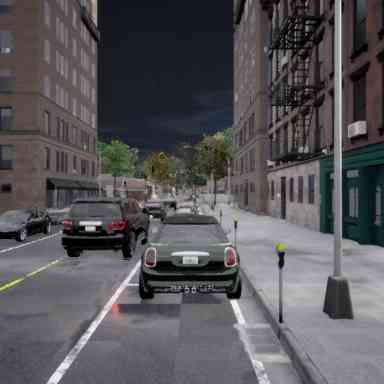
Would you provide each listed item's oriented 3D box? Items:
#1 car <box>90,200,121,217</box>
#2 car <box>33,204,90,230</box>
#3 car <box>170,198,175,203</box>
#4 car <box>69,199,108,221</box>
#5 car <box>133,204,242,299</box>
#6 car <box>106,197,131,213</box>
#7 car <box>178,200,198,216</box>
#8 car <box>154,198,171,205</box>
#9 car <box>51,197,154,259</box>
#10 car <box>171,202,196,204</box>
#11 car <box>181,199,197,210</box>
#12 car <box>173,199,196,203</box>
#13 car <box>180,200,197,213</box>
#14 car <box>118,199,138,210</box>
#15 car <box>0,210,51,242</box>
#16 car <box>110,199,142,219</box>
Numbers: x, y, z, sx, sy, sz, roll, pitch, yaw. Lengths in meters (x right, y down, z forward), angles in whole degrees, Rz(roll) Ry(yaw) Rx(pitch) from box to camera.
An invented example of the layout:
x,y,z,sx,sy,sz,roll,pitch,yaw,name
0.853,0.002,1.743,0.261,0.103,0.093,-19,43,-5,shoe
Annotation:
x,y,z,sx,sy,sz,roll,pitch,yaw,name
-8.408,1.535,32.737,1.752,1.417,4.829,0,0,0,car
-8.408,1.553,21.869,2.008,1.369,4.403,0,0,0,car
-2.936,1.496,43.564,1.882,1.535,5.008,0,0,0,car
-8.408,1.446,27.388,1.967,1.590,4.097,0,0,0,car
-0.032,1.353,8.620,2.097,1.767,4.553,0,0,0,car
-8.408,1.454,38.426,1.967,1.590,4.097,0,0,0,car
-0.383,1.554,32.910,1.887,1.381,4.507,0,0,0,car
-2.939,1.510,26.306,1.837,1.490,4.892,0,0,0,car
-3.031,1.220,12.802,2.150,2.045,5.566,0,0,1,car
-0.383,1.584,21.873,1.802,1.307,4.206,0,0,0,car
-0.383,1.584,43.946,1.947,1.339,4.313,0,0,0,car
-0.383,1.531,27.562,1.752,1.417,4.829,0,0,0,car
-0.383,1.596,38.428,1.802,1.307,4.206,0,0,0,car
-8.408,1.600,43.945,1.802,1.307,4.206,0,0,0,car
-8.408,1.567,16.351,1.947,1.339,4.313,0,0,0,car
-5.866,1.485,30.152,1.882,1.535,5.008,0,0,0,car
